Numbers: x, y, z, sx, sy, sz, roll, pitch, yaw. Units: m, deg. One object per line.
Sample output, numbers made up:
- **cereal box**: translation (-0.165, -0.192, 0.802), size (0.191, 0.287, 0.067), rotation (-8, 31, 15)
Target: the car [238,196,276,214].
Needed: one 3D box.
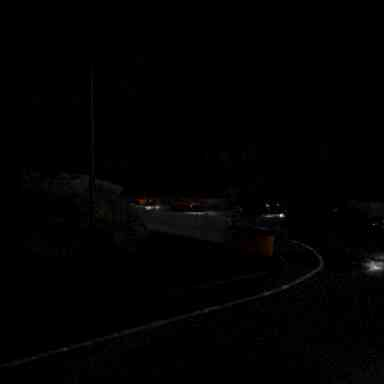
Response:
- **car**: translation (6.869, 1.297, 34.296), size (2.097, 1.767, 4.553), rotation (-1, 0, -36)

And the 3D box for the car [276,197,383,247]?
- **car**: translation (6.889, 1.272, 15.892), size (2.150, 2.045, 5.566), rotation (0, 0, -28)
